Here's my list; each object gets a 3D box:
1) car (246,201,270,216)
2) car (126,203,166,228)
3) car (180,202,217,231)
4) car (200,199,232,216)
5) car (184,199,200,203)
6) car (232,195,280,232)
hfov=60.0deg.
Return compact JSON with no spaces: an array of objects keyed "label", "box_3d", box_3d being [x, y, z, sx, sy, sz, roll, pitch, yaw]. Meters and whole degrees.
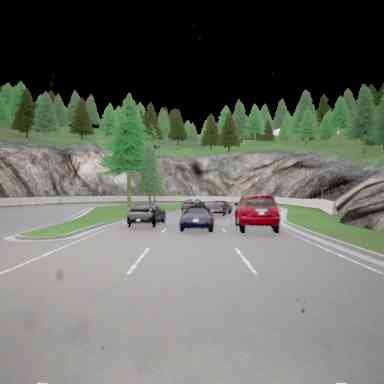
[{"label":"car","box_3d":[6.726,1.601,33.651,1.895,1.301,4.718,0,0,17]},{"label":"car","box_3d":[-2.956,1.490,22.397,2.128,1.511,4.902,0,0,6]},{"label":"car","box_3d":[0.383,1.563,20.596,1.994,1.385,4.181,0,0,5]},{"label":"car","box_3d":[2.704,1.548,32.444,2.033,1.411,5.357,0,0,17]},{"label":"car","box_3d":[0.294,1.491,36.573,2.128,1.511,4.902,0,0,17]},{"label":"car","box_3d":[3.815,1.218,20.015,2.150,2.045,5.566,0,0,4]}]
